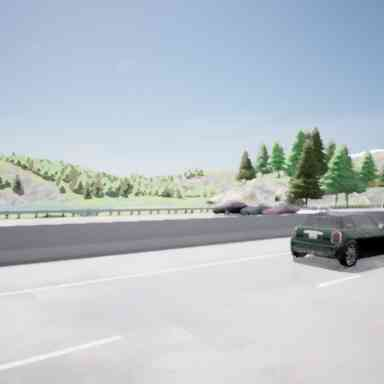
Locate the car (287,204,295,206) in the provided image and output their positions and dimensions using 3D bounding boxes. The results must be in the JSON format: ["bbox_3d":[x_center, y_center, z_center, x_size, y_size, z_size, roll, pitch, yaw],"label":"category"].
[{"bbox_3d":[10.769,1.875,28.961,4.674,1.442,1.812,1,-1,-36],"label":"car"}]

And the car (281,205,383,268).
[{"bbox_3d":[5.703,1.510,12.165,4.553,1.767,2.097,1,-1,-36],"label":"car"}]

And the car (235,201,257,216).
[{"bbox_3d":[7.039,1.923,34.900,4.181,1.385,1.994,1,-1,-36],"label":"car"}]

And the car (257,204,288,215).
[{"bbox_3d":[8.716,1.877,31.796,4.674,1.442,1.812,1,-1,-36],"label":"car"}]

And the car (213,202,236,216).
[{"bbox_3d":[4.595,1.832,37.454,5.008,1.535,1.882,1,-1,-36],"label":"car"}]
